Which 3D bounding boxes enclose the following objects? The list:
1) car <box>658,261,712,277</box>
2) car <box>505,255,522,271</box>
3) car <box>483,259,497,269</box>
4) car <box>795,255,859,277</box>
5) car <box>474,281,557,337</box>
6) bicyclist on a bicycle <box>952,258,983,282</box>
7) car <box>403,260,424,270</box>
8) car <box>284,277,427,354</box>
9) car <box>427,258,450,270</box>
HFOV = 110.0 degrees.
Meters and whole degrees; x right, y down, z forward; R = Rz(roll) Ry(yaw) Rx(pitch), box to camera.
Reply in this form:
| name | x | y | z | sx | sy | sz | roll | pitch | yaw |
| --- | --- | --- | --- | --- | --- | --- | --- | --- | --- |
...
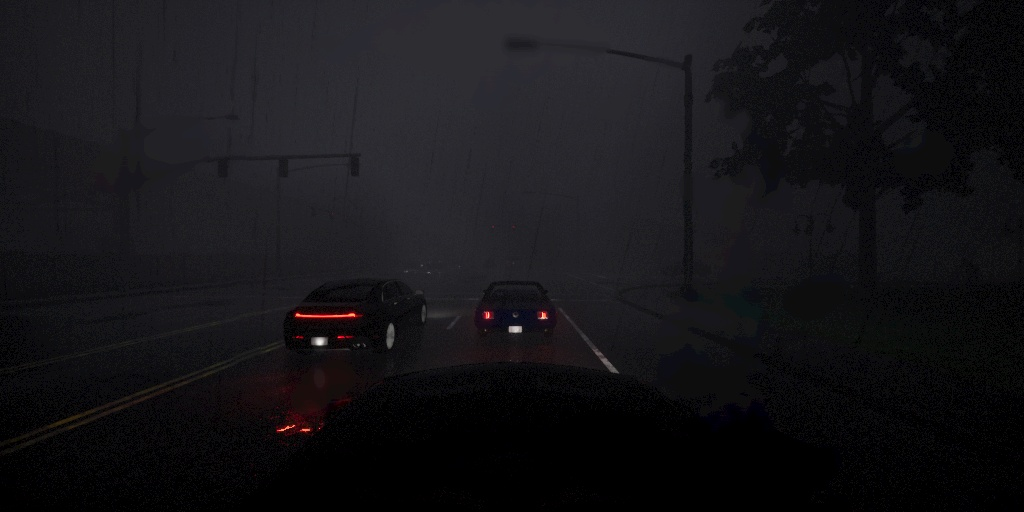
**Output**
| name | x | y | z | sx | sy | sz | roll | pitch | yaw |
| --- | --- | --- | --- | --- | --- | --- | --- | --- | --- |
| car | 16.628 | 1.242 | 34.571 | 4.902 | 1.511 | 2.128 | 0 | 0 | -1 |
| car | 0.191 | 0.913 | 49.013 | 2.150 | 2.045 | 5.566 | 0 | 0 | 0 |
| car | -3.298 | 1.206 | 54.649 | 1.994 | 1.385 | 4.181 | 0 | 1 | 0 |
| car | 30.801 | 0.960 | 34.910 | 5.566 | 2.045 | 2.150 | -1 | 0 | -2 |
| car | 0.098 | 1.351 | 10.229 | 1.895 | 1.301 | 4.718 | 0 | 0 | 0 |
| bicyclist on a bicycle | 31.008 | 0.973 | 24.442 | 0.582 | 1.620 | 1.656 | 0 | 0 | -1 |
| car | -13.999 | 1.239 | 51.128 | 1.994 | 1.385 | 4.181 | 0 | 0 | 0 |
| car | -3.405 | 1.255 | 8.741 | 1.837 | 1.490 | 4.892 | 0 | 0 | 0 |
| car | -10.503 | 1.280 | 50.396 | 1.895 | 1.301 | 4.718 | 0 | 0 | 0 |
